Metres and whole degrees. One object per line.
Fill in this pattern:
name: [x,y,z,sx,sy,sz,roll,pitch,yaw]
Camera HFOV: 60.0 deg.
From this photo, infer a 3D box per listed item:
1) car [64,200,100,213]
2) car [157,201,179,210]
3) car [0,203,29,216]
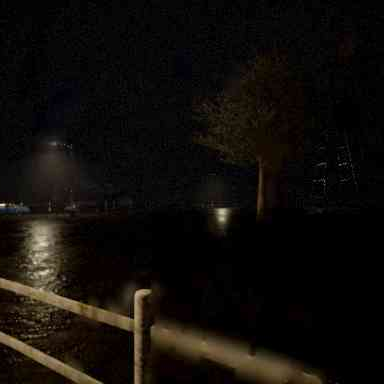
car: [-14.756,1.917,44.643,2.097,1.767,4.553,-2,-2,36]
car: [-4.162,2.402,59.319,1.812,1.442,4.674,-2,-2,36]
car: [-20.728,1.943,36.333,2.033,1.411,5.357,-2,-2,35]
